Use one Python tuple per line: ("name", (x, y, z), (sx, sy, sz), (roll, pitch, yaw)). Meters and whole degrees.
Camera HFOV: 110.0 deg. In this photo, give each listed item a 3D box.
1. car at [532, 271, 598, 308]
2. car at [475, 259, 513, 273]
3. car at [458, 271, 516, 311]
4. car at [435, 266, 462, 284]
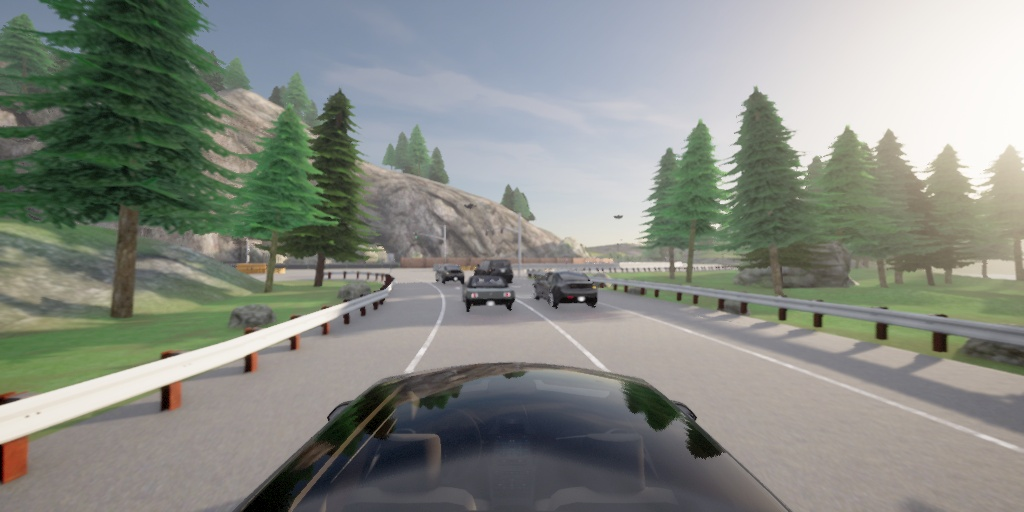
("car", (2.241, 1.405, 16.168), (1.837, 1.490, 4.892), (0, 0, -10))
("car", (-1.624, 1.270, 30.695), (2.150, 2.045, 5.566), (0, 0, -20))
("car", (-1.164, 1.490, 15.393), (1.895, 1.301, 4.718), (0, -1, -10))
("car", (-5.298, 1.549, 30.390), (1.837, 1.490, 4.892), (0, 0, -21))
